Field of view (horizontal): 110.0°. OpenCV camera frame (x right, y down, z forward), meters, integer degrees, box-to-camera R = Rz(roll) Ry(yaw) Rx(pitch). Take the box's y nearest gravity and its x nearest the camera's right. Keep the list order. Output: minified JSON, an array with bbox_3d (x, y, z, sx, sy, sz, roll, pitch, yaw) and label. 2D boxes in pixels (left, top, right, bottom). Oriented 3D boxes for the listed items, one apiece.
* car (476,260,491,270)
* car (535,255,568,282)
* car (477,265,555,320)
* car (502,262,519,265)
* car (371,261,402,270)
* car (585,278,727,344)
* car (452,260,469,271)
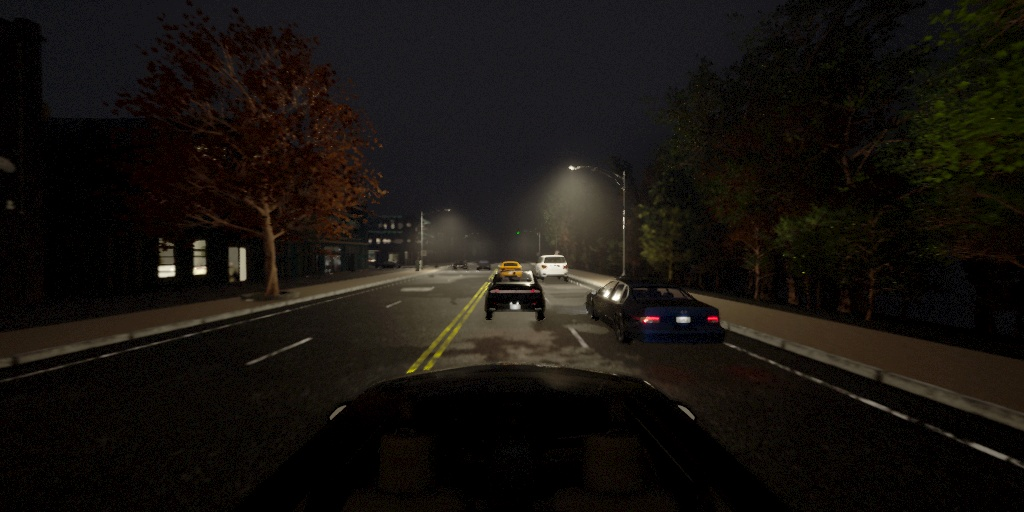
[{"bbox_3d":[-3.839,1.287,49.542,2.033,1.411,5.357,0,0,-1],"label":"car"},{"bbox_3d":[3.126,0.963,28.996,2.150,2.045,5.566,0,0,-1],"label":"car"},{"bbox_3d":[0.084,1.238,12.691,2.128,1.511,4.902,0,0,0],"label":"car"},{"bbox_3d":[-0.156,1.220,30.879,1.882,1.535,5.008,0,0,-1],"label":"car"},{"bbox_3d":[-20.690,1.557,60.290,4.313,1.339,1.948,0,0,-1],"label":"car"},{"bbox_3d":[3.346,1.295,9.524,2.033,1.411,5.357,0,0,0],"label":"car"},{"bbox_3d":[-7.089,1.247,49.518,1.837,1.490,4.892,0,-1,0],"label":"car"}]
